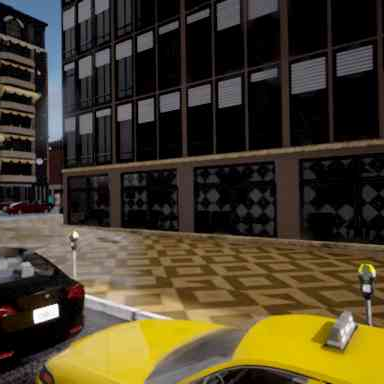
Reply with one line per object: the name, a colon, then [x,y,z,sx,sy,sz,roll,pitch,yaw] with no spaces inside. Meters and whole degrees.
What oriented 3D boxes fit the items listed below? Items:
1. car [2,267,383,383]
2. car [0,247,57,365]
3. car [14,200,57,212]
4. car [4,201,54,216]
car: [0.770,1.525,2.344,4.829,1.417,1.752,0,-1,35]
car: [-3.529,1.567,5.392,4.313,1.339,1.947,0,-1,35]
car: [-19.334,1.736,41.235,1.947,1.339,4.313,-2,-1,35]
car: [-15.680,1.575,31.883,1.802,1.307,4.206,-2,-1,35]
